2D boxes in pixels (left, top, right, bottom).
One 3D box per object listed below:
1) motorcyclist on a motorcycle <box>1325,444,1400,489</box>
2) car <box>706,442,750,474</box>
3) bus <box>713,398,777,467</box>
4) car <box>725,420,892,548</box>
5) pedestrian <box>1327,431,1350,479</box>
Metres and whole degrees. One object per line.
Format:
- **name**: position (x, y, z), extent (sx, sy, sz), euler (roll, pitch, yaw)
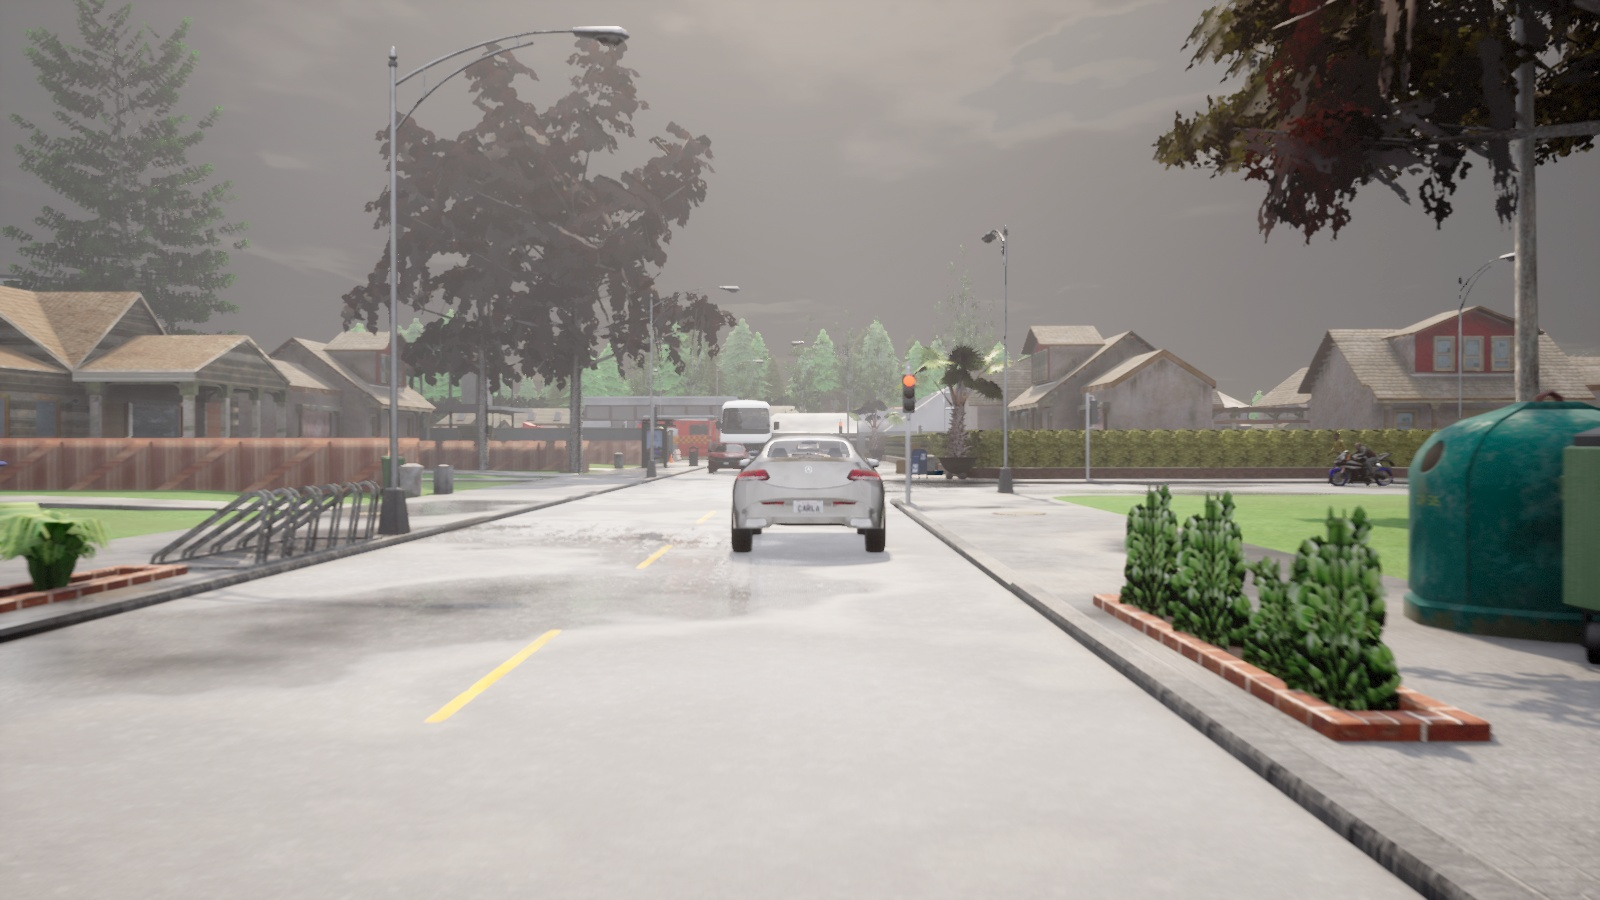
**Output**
- **motorcyclist on a motorcycle**: position (19.298, 0.555, 43.138), extent (2.191, 1.530, 0.866), euler (0, 0, 0)
- **car**: position (-3.587, 0.365, 63.387), extent (1.882, 1.535, 5.008), euler (0, 0, 0)
- **bus**: position (-3.466, -1.096, 82.298), extent (3.944, 4.253, 10.273), euler (0, 0, -1)
- **car**: position (0.133, 0.420, 18.641), extent (2.152, 1.651, 5.027), euler (0, 0, 1)
- **pedestrian**: position (20.646, 0.202, 48.134), extent (0.709, 1.840, 0.431), euler (0, 0, 3)
